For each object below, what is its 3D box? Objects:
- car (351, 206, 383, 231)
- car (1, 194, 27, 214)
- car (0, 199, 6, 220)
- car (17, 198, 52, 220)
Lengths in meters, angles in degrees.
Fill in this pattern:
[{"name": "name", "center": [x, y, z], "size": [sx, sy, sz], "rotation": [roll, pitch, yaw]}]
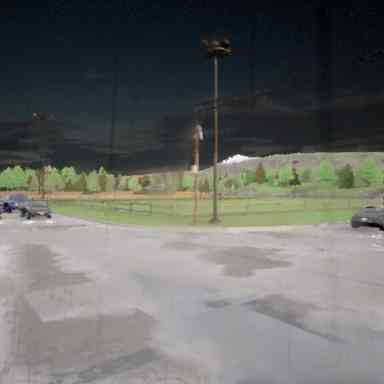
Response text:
[{"name": "car", "center": [11.764, 1.569, 20.729], "size": [4.181, 1.385, 1.994], "rotation": [0, 0, -35]}, {"name": "car", "center": [-19.198, 1.224, 36.586], "size": [2.150, 2.045, 5.566], "rotation": [0, 0, -35]}, {"name": "car", "center": [-16.997, 1.506, 27.557], "size": [1.837, 1.490, 4.892], "rotation": [0, 0, -36]}, {"name": "car", "center": [-13.431, 1.507, 28.603], "size": [1.837, 1.490, 4.892], "rotation": [0, 0, -36]}]
